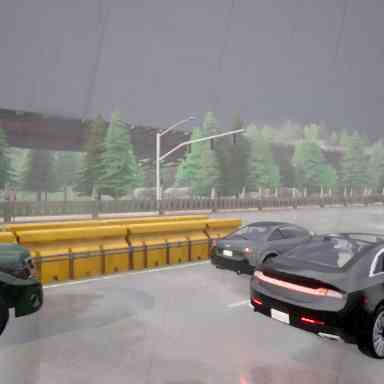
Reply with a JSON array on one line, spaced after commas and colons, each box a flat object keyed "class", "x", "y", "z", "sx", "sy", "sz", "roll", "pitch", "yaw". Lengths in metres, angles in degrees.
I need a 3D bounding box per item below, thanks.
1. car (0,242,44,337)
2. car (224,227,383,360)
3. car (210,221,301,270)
[{"class": "car", "x": -5.059, "y": 1.221, "z": 4.444, "sx": 5.566, "sy": 2.045, "sz": 2.150, "roll": 0, "pitch": 0, "yaw": -35}, {"class": "car", "x": 3.177, "y": 1.494, "z": 5.996, "sx": 4.902, "sy": 1.511, "sz": 2.128, "roll": 0, "pitch": 0, "yaw": -36}, {"class": "car", "x": 2.569, "y": 1.567, "z": 9.857, "sx": 4.181, "sy": 1.385, "sz": 1.994, "roll": 0, "pitch": 0, "yaw": -36}]
